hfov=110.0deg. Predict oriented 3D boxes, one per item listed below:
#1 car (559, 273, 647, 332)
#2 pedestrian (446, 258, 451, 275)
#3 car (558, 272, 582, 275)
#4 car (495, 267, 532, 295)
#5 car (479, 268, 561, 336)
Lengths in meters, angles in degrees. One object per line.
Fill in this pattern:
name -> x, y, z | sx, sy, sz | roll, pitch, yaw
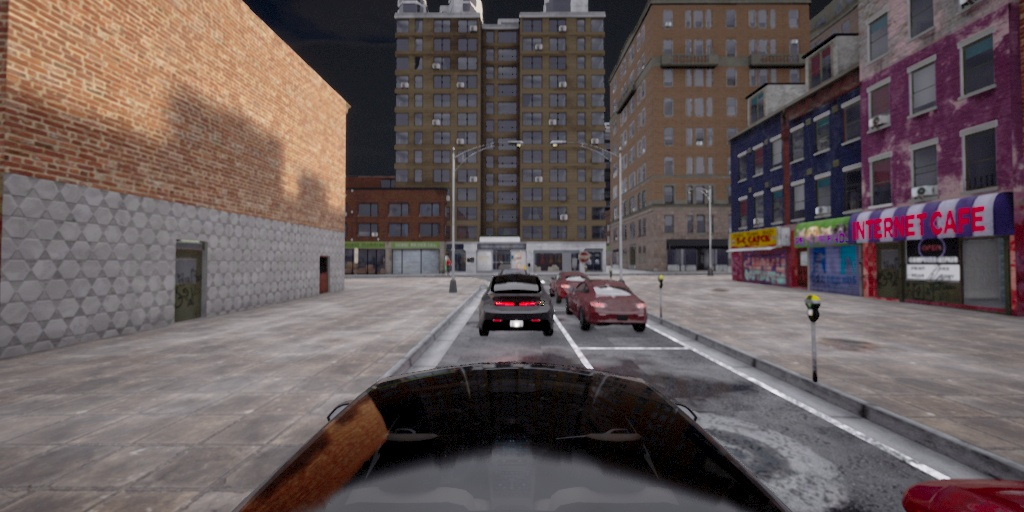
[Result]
car -> 2.651, 1.338, 10.693 | 1.802, 1.307, 4.207 | 0, 0, 0
pedestrian -> -6.771, 1.066, 38.229 | 0.375, 1.860, 0.375 | 0, -1, 0
car -> 2.659, 1.343, 16.132 | 1.802, 1.307, 4.207 | 0, 0, 0
car -> 0.127, 1.366, 20.758 | 1.895, 1.301, 4.718 | 0, 0, 1
car -> 0.102, 1.260, 10.409 | 1.837, 1.490, 4.892 | 0, 0, 0
